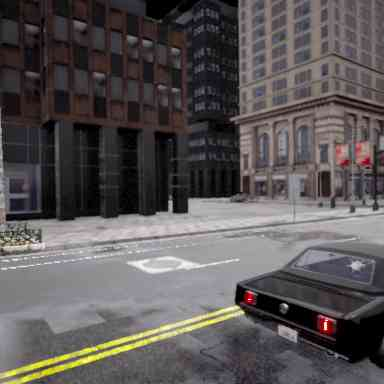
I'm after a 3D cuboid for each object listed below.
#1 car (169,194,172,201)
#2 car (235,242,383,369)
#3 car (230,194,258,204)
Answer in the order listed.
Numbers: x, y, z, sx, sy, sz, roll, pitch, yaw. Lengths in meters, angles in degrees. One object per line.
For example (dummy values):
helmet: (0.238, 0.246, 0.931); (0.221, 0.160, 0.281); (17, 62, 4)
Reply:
car: (-4.320, 1.182, 68.024); (1.994, 1.385, 4.181); (-1, 0, -35)
car: (3.048, 1.529, 5.624); (4.718, 1.301, 1.895); (-1, 1, -36)
car: (7.858, 1.080, 50.691); (2.128, 1.511, 4.902); (-1, 1, -35)
